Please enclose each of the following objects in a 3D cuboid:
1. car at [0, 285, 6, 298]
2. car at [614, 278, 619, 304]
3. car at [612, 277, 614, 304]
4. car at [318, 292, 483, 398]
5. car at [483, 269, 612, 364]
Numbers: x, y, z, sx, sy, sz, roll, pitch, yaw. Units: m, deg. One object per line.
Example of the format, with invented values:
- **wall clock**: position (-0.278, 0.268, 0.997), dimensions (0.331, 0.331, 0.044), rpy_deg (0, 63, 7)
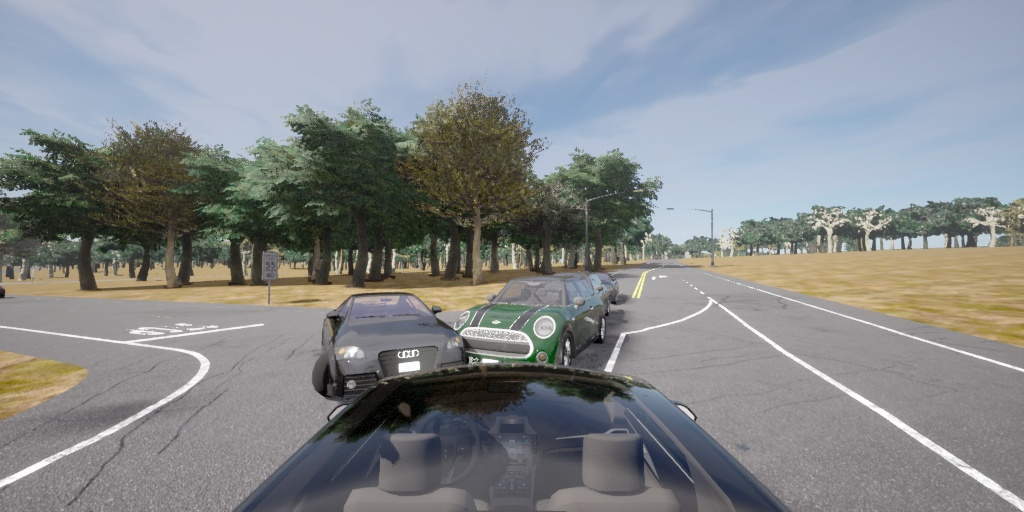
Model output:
- **car**: position (-40.858, 2.562, 27.364), dimensions (4.181, 1.385, 1.994), rpy_deg (-2, -3, 22)
- **car**: position (4.220, 1.509, 17.843), dimensions (1.994, 1.385, 4.181), rpy_deg (-1, 0, 19)
- **car**: position (2.026, 1.344, 12.117), dimensions (2.097, 1.767, 4.553), rpy_deg (-1, -1, 21)
- **car**: position (-2.353, 1.376, 6.599), dimensions (1.994, 1.385, 4.181), rpy_deg (1, -2, -29)
- **car**: position (0.619, 1.218, 7.804), dimensions (2.097, 1.767, 4.553), rpy_deg (-1, -2, 26)
